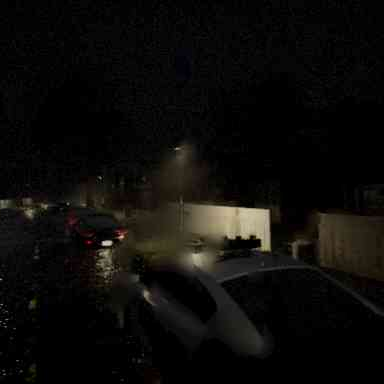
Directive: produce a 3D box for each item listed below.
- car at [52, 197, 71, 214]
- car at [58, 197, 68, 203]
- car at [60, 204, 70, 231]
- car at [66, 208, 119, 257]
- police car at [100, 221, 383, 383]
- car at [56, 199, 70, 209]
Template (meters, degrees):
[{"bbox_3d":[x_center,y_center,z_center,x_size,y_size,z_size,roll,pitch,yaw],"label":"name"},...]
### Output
[{"bbox_3d":[-15.607,1.708,39.826,2.128,1.511,4.902,-1,0,-20],"label":"car"},{"bbox_3d":[-34.115,2.018,88.305,1.882,1.535,5.008,-1,0,-15],"label":"car"},{"bbox_3d":[-6.210,1.599,18.737,1.812,1.442,4.674,-1,0,-23],"label":"car"},{"bbox_3d":[-3.801,1.564,13.270,1.812,1.442,4.674,-1,0,-24],"label":"car"},{"bbox_3d":[0.308,1.406,4.323,1.930,1.638,5.238,-1,0,-25],"label":"police car"},{"bbox_3d":[-20.483,1.891,52.958,1.895,1.301,4.718,-1,0,-19],"label":"car"}]
